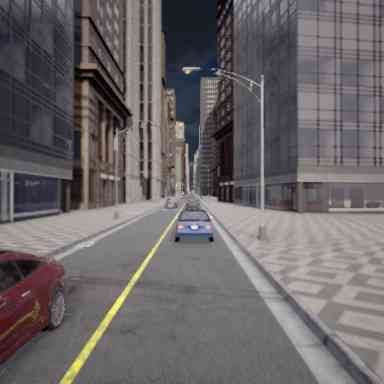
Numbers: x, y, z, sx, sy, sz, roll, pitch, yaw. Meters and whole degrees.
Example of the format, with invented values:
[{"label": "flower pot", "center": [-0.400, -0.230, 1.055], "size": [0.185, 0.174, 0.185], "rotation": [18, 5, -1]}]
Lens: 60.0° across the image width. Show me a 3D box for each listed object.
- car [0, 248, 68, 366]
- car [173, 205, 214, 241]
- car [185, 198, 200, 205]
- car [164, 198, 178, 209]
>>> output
[{"label": "car", "center": [-3.100, 1.540, 4.196], "size": [1.812, 1.442, 4.674], "rotation": [0, 0, 0]}, {"label": "car", "center": [0.106, 1.596, 17.043], "size": [2.033, 1.411, 5.357], "rotation": [0, 0, 0]}, {"label": "car", "center": [0.113, 1.602, 45.753], "size": [2.128, 1.511, 4.902], "rotation": [0, 0, 0]}, {"label": "car", "center": [-2.987, 1.678, 48.435], "size": [1.812, 1.442, 4.674], "rotation": [0, 0, 0]}]
